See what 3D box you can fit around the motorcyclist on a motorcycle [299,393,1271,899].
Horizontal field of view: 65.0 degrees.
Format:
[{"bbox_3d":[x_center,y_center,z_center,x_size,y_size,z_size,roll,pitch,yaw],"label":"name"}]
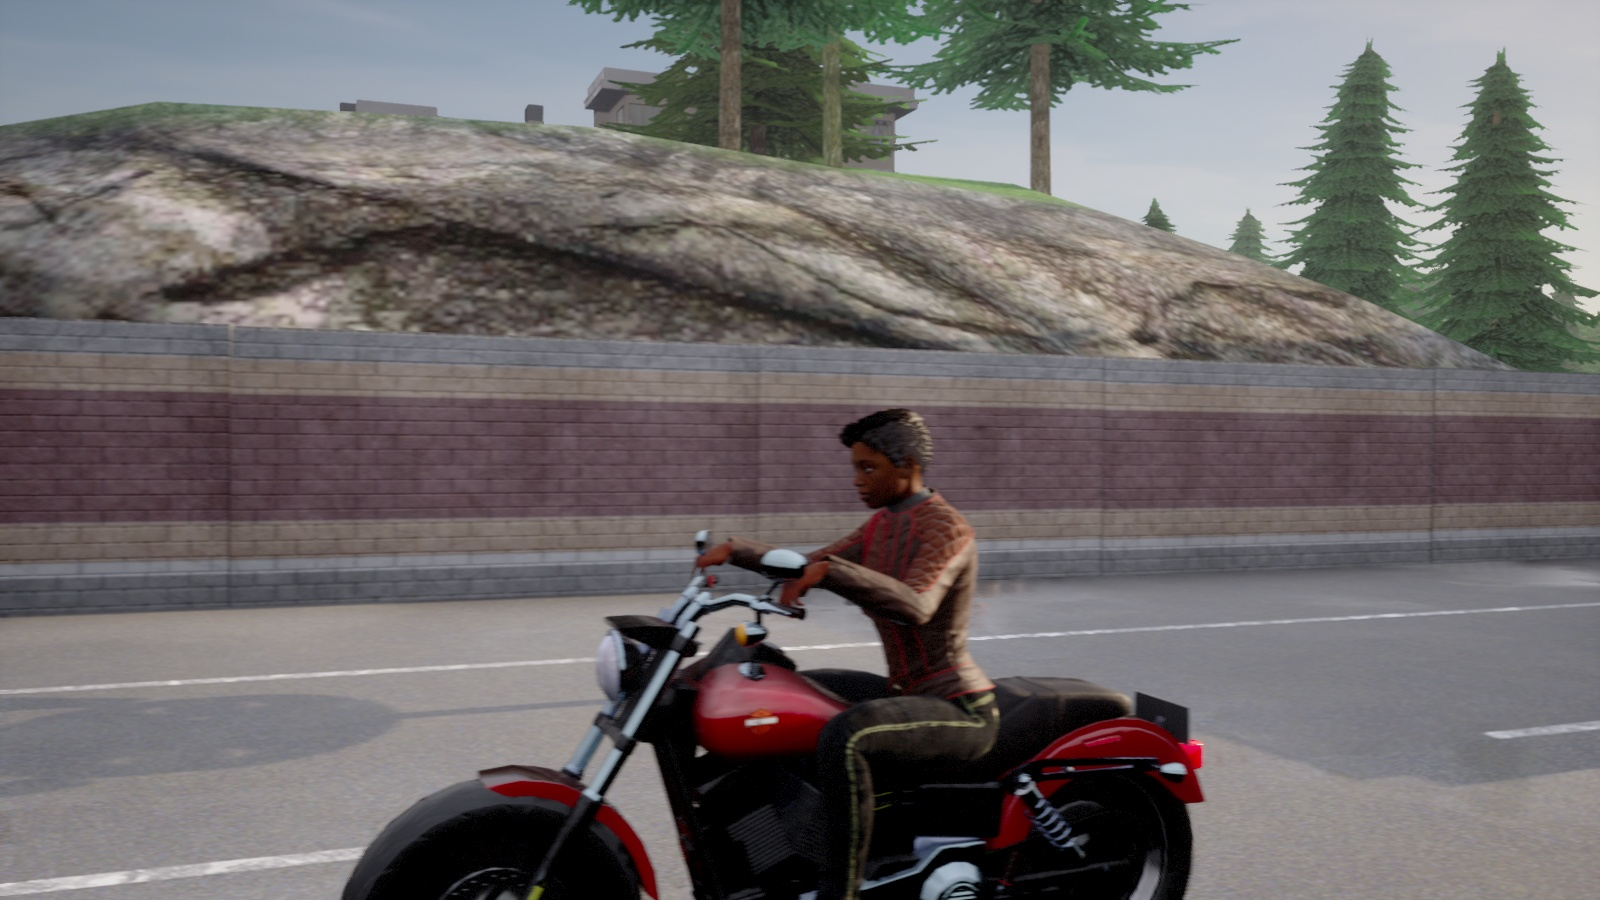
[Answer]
[{"bbox_3d":[-0.002,0.696,3.236,2.350,1.649,0.766,-1,1,-21],"label":"motorcyclist on a motorcycle"}]
